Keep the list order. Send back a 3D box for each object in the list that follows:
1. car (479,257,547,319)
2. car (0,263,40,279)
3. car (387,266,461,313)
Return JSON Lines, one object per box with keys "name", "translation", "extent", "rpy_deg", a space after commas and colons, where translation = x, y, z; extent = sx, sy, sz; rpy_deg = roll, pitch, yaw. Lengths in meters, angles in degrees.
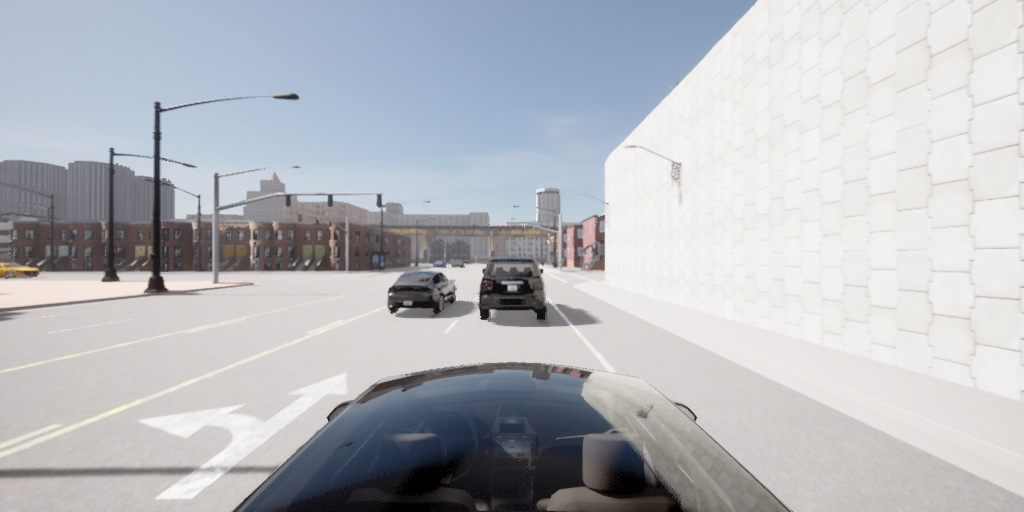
{"name": "car", "translation": [0.034, 1.041, 13.246], "extent": [2.150, 2.045, 5.566], "rpy_deg": [0, 0, 0]}
{"name": "car", "translation": [-49.742, 1.424, 35.308], "extent": [5.008, 1.535, 1.882], "rpy_deg": [0, 0, 0]}
{"name": "car", "translation": [-3.454, 1.330, 14.396], "extent": [1.837, 1.490, 4.892], "rpy_deg": [0, 0, 0]}
